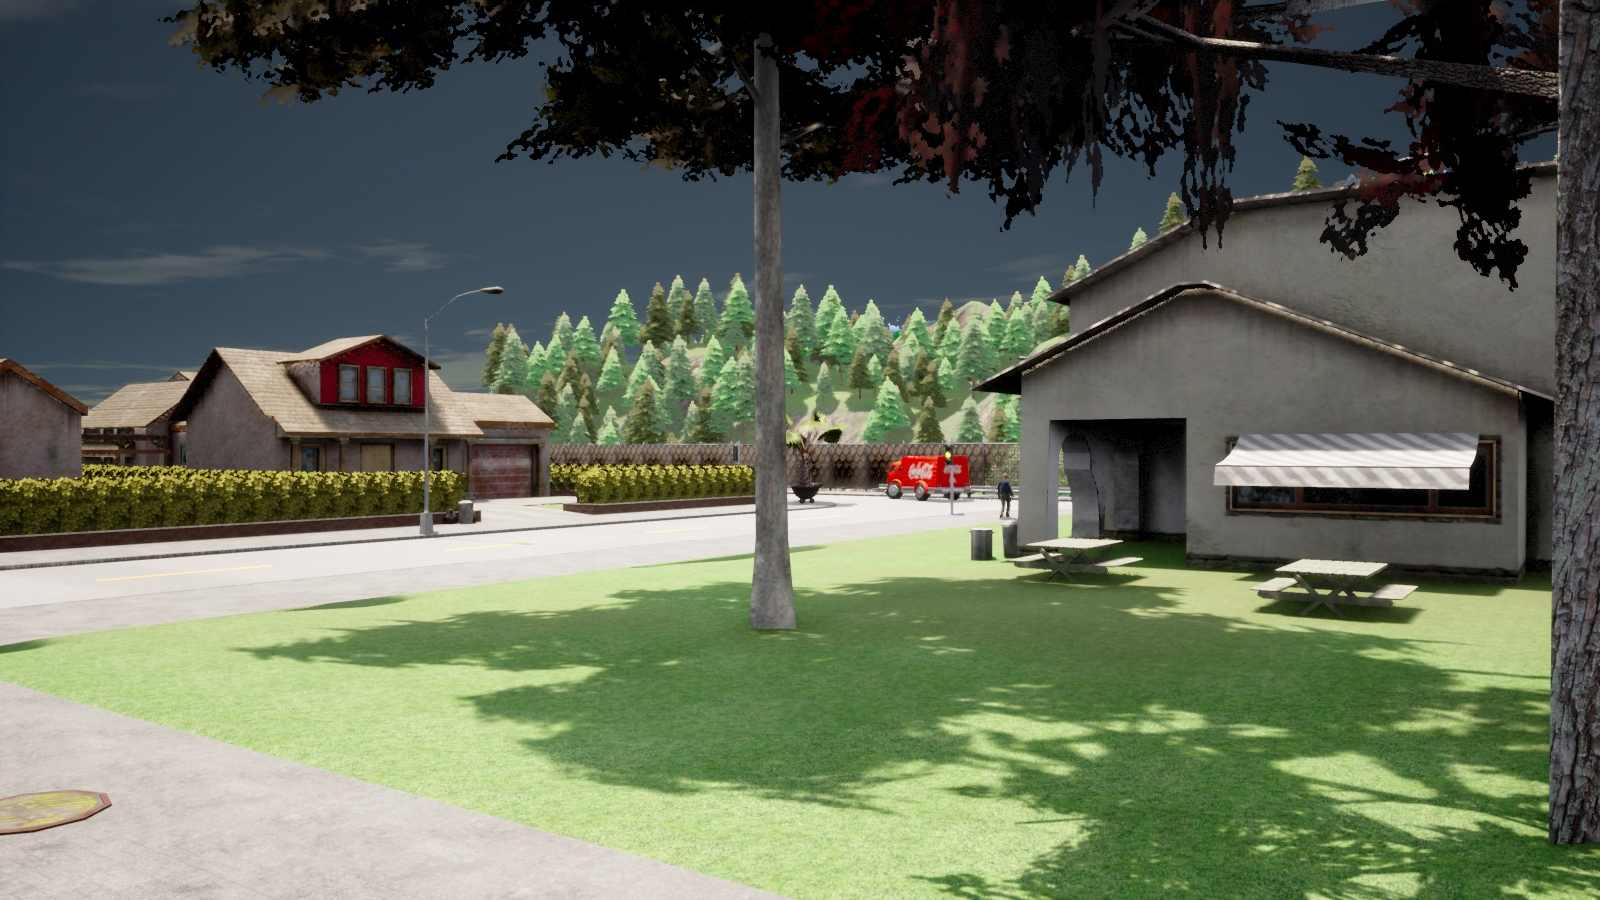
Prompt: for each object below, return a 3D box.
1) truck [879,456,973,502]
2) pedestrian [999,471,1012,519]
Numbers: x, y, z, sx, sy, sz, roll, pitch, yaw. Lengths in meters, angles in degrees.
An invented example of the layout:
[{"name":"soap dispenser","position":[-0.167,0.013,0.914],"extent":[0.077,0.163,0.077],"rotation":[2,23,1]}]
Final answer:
[{"name":"truck","position":[6.985,1.562,63.954],"extent":[2.627,2.467,5.204],"rotation":[0,0,-30]},{"name":"pedestrian","position":[8.004,1.737,44.577],"extent":[0.375,1.860,0.375],"rotation":[0,0,35]}]
